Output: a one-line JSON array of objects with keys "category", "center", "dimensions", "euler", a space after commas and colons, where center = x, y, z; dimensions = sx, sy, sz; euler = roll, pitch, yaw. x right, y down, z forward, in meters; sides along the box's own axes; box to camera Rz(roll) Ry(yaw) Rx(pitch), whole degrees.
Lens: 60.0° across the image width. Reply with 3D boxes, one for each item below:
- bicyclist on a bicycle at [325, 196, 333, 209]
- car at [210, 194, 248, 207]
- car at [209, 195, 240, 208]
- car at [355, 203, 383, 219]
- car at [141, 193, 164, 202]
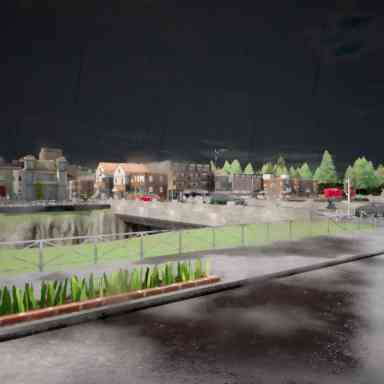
[{"category": "bicyclist on a bicycle", "center": [16.594, 1.349, 40.362], "dimensions": [1.656, 1.620, 0.582], "euler": [0, 0, -36]}, {"category": "car", "center": [4.615, 1.221, 42.629], "dimensions": [2.150, 2.045, 5.566], "euler": [0, 0, -36]}, {"category": "car", "center": [4.846, 1.351, 49.495], "dimensions": [2.097, 1.767, 4.553], "euler": [0, 0, -36]}, {"category": "car", "center": [15.691, 1.564, 27.244], "dimensions": [1.994, 1.385, 4.181], "euler": [0, 0, -36]}, {"category": "car", "center": [-7.182, 1.261, 59.183], "dimensions": [2.150, 2.045, 5.566], "euler": [0, 0, -36]}]
